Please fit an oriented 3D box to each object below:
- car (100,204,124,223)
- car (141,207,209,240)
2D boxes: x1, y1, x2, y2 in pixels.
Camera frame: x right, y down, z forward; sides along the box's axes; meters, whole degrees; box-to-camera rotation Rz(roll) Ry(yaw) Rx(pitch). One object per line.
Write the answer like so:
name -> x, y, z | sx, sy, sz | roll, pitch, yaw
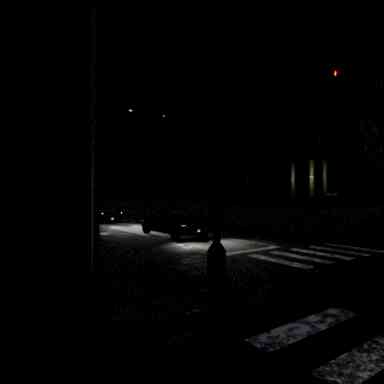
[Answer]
car -> -6.970, 1.607, 25.563 | 1.895, 1.301, 4.718 | 0, 0, -36
car -> -1.044, 1.529, 17.353 | 1.812, 1.442, 4.674 | 0, 0, -36
